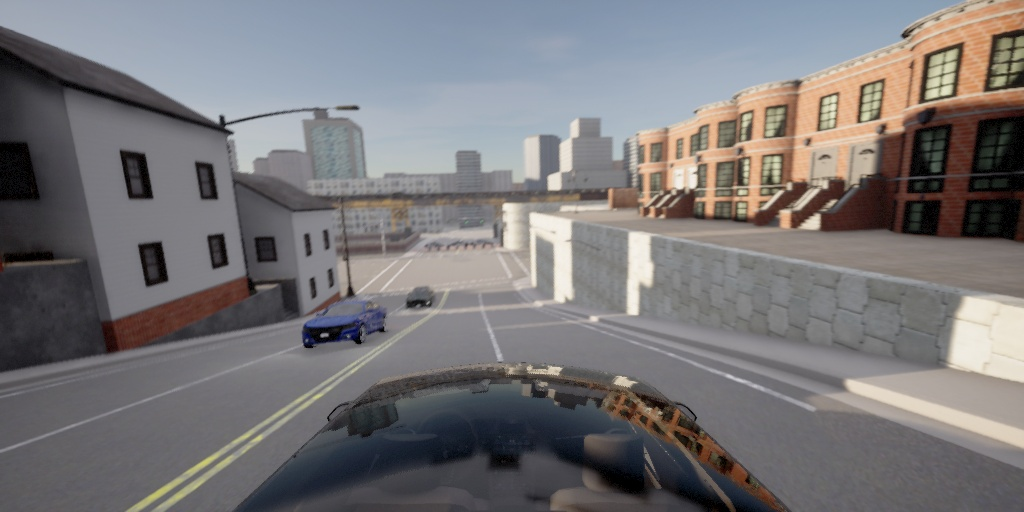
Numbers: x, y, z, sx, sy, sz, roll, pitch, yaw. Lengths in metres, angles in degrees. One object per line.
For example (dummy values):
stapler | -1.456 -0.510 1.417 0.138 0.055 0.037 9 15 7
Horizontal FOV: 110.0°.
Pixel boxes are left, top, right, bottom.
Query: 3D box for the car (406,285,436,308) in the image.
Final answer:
car | -8.080 3.551 32.099 2.097 1.767 4.553 -3 1 -6

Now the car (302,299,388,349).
car | -6.295 2.484 14.057 1.882 1.535 5.008 -4 -4 -6
